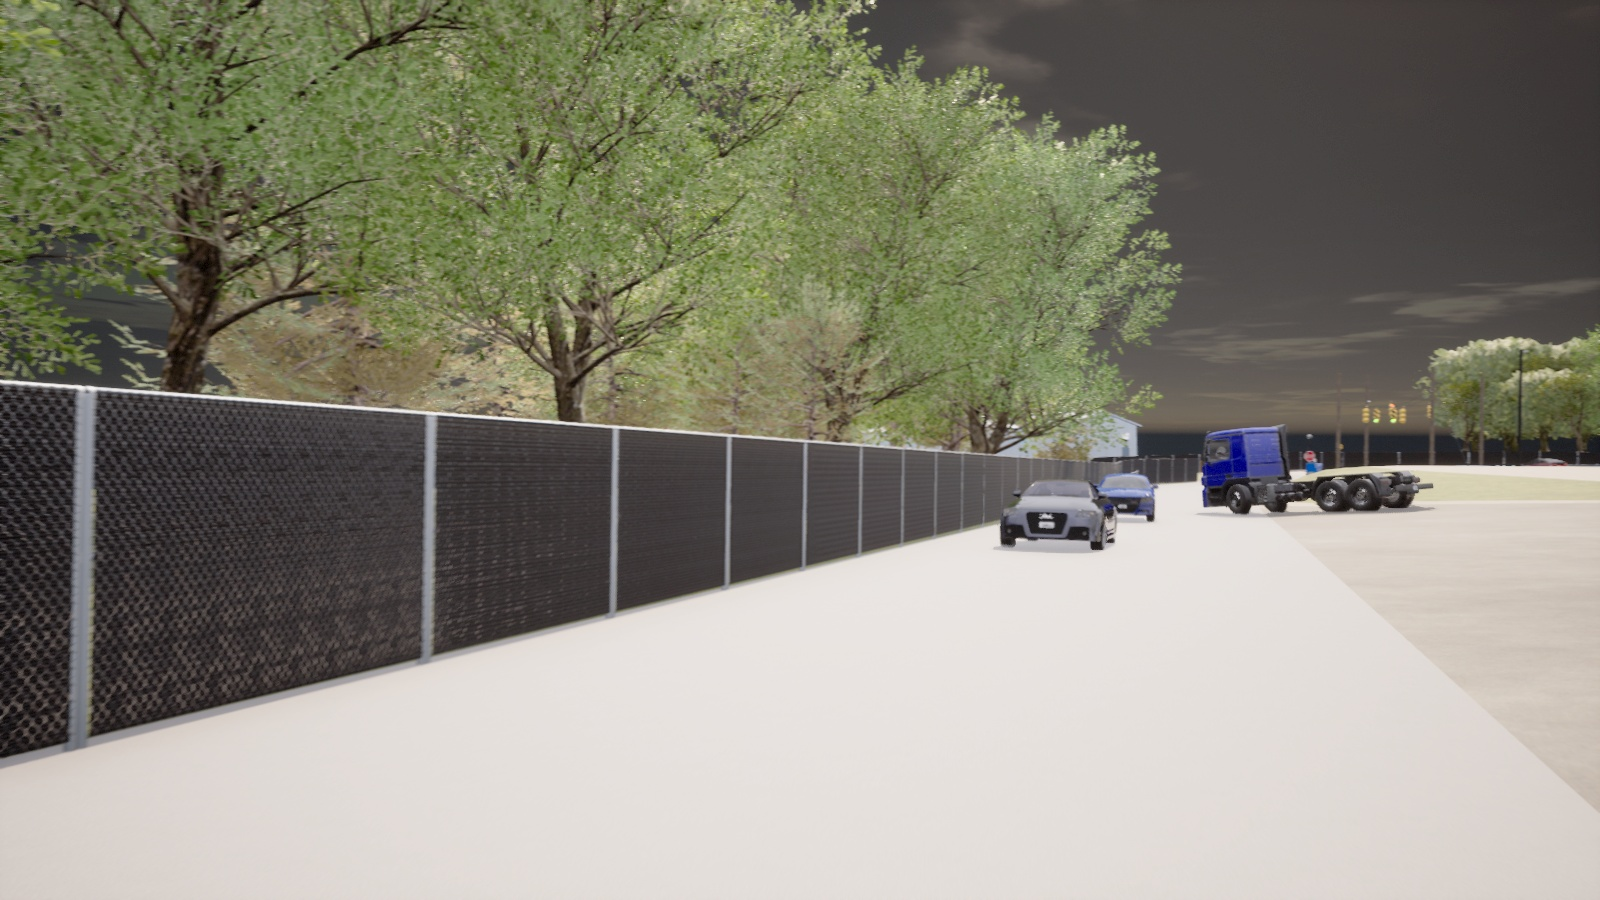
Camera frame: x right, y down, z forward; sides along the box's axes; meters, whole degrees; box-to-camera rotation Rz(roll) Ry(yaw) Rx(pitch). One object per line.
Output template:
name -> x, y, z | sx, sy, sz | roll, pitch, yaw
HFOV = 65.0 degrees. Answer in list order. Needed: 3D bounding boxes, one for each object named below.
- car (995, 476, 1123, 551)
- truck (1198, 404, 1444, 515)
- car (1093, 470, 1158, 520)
car -> 5.426, 1.244, 25.925 | 1.994, 1.385, 4.181 | 0, -1, 20
truck -> 19.336, 0.455, 47.166 | 2.891, 3.462, 7.936 | -2, -3, -36
car -> 10.683, 1.420, 41.006 | 1.882, 1.535, 5.008 | 0, -1, 16
